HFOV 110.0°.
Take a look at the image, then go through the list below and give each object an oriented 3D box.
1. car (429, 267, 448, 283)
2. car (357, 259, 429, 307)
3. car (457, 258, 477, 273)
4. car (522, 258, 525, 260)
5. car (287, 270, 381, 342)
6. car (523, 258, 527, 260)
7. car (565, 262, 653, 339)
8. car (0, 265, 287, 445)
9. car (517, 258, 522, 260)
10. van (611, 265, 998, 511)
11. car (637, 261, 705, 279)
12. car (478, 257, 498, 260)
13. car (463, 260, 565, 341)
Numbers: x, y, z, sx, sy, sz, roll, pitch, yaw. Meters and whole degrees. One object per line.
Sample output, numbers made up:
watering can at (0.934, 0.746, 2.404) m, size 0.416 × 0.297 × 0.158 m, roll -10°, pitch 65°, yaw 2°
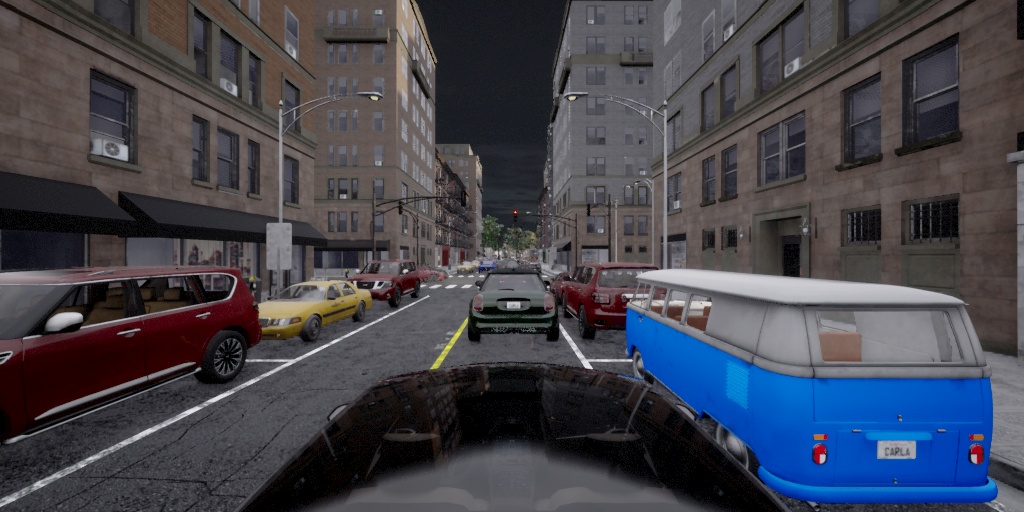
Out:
car at (-7.116, 1.336, 27.825) m, size 4.181 × 1.385 × 1.994 m, roll 0°, pitch 0°, yaw 0°
car at (-5.420, 1.064, 15.654) m, size 2.192 × 1.841 × 5.009 m, roll 0°, pitch 0°, yaw 0°
car at (-5.474, 1.274, 42.492) m, size 1.751 × 1.417 × 4.829 m, roll 0°, pitch 0°, yaw 0°
car at (2.571, 1.294, 48.155) m, size 1.888 × 1.381 × 4.507 m, roll 0°, pitch 0°, yaw 0°
car at (-5.411, 1.275, 9.805) m, size 1.751 × 1.417 × 4.829 m, roll 0°, pitch 0°, yaw 0°
car at (2.579, 1.300, 42.673) m, size 2.007 × 1.370 × 4.403 m, roll 0°, pitch 0°, yaw 0°
car at (2.626, 1.065, 9.986) m, size 2.192 × 1.841 × 5.009 m, roll 0°, pitch 0°, yaw 0°
car at (-5.402, 1.065, 4.298) m, size 2.192 × 1.841 × 5.009 m, roll 0°, pitch 0°, yaw 0°
car at (0.026, 1.313, 50.839) m, size 1.994 × 1.385 × 4.181 m, roll 0°, pitch 0°, yaw 0°
van at (2.635, 1.091, 4.307) m, size 1.690 × 1.789 × 3.998 m, roll 0°, pitch 0°, yaw 0°
car at (13.589, 1.172, 30.834) m, size 4.902 × 1.511 × 2.128 m, roll 0°, pitch 0°, yaw 0°
car at (-2.902, 1.227, 42.908) m, size 1.882 × 1.535 × 5.008 m, roll 0°, pitch 0°, yaw 0°
car at (0.022, 1.102, 10.021) m, size 2.097 × 1.767 × 4.553 m, roll 0°, pitch 0°, yaw 0°
